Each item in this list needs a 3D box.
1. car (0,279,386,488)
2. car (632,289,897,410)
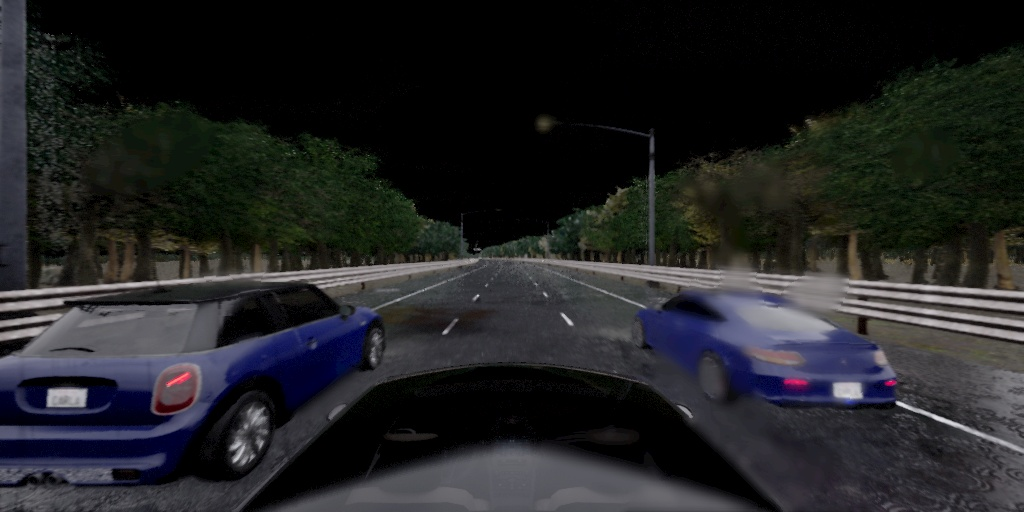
[{"bbox_3d":[-3.401,1.106,4.865,2.097,1.767,4.553,0,0,0],"label":"car"},{"bbox_3d":[3.599,1.282,6.140,1.812,1.442,4.674,0,0,0],"label":"car"}]
